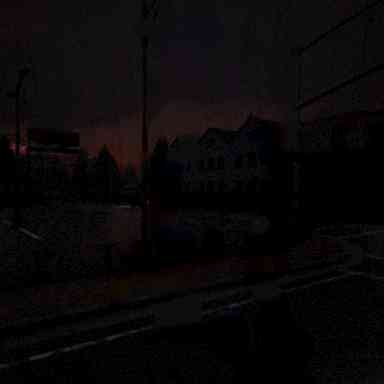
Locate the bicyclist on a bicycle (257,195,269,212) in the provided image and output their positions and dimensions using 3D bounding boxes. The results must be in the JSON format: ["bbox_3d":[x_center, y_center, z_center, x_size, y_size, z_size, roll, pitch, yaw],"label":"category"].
[{"bbox_3d":[6.837,1.147,31.871,1.656,1.620,0.582,0,0,-35],"label":"bicyclist on a bicycle"}]

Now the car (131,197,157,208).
[{"bbox_3d":[-6.350,1.370,43.925,1.812,1.442,4.674,0,0,-35],"label":"car"}]
